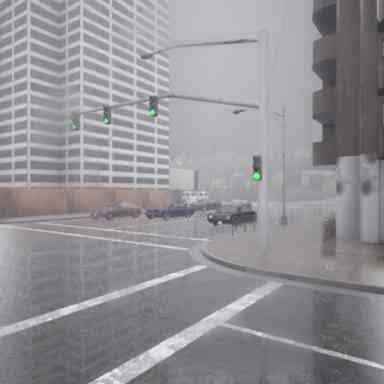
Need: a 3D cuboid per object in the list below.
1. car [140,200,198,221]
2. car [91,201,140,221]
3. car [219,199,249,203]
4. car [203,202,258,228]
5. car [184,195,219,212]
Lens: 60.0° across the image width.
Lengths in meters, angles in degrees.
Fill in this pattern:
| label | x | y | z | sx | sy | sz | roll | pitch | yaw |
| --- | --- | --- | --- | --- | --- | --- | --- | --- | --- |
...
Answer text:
| label | x | y | z | sx | sy | sz | roll | pitch | yaw |
| --- | --- | --- | --- | --- | --- | --- | --- | --- | --- |
| car | -1.798 | 1.598 | 27.923 | 1.895 | 1.301 | 4.718 | 0 | 0 | 35 |
| car | -6.196 | 1.522 | 27.722 | 1.812 | 1.442 | 4.674 | 0 | 0 | 34 |
| car | 5.286 | 1.524 | 37.941 | 1.812 | 1.442 | 4.674 | 0 | 1 | 35 |
| car | 3.017 | 1.599 | 22.433 | 1.895 | 1.301 | 4.718 | 0 | 0 | 35 |
| car | 1.604 | 1.474 | 38.804 | 1.882 | 1.535 | 5.008 | 0 | 0 | 35 |
